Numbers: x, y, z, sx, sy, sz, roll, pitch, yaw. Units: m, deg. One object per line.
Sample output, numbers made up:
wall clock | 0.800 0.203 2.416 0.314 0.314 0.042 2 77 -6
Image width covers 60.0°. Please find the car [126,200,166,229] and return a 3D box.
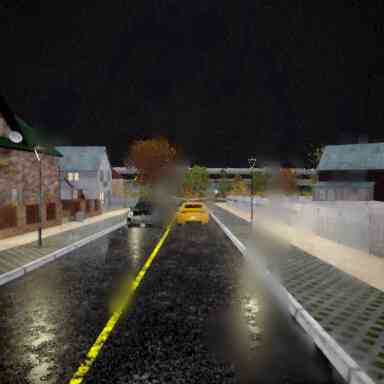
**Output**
car | -2.847 1.340 21.527 2.097 1.767 4.553 0 0 0

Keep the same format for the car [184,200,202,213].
car | 0.097 1.590 38.662 1.895 1.301 4.718 0 0 0

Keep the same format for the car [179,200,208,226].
car | 0.098 1.466 23.054 1.882 1.535 5.008 0 -1 0
